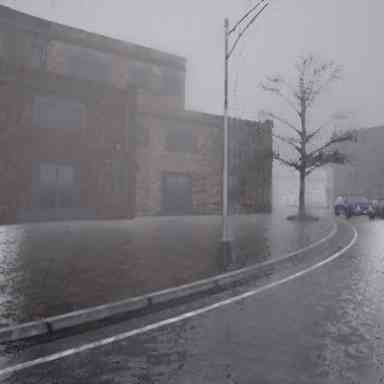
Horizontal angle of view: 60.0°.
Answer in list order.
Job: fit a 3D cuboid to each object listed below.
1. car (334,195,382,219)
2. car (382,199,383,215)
[{"bbox_3d":[14.358,1.266,29.558,2.150,2.045,5.566,0,0,8],"label":"car"},{"bbox_3d":[17.964,1.419,31.970,2.097,1.767,4.553,0,0,6],"label":"car"}]
